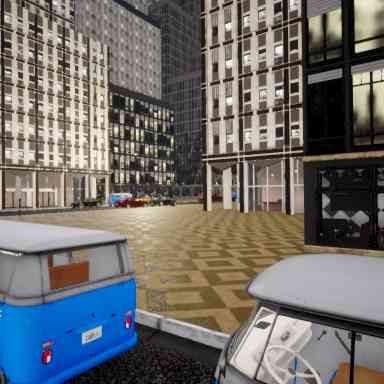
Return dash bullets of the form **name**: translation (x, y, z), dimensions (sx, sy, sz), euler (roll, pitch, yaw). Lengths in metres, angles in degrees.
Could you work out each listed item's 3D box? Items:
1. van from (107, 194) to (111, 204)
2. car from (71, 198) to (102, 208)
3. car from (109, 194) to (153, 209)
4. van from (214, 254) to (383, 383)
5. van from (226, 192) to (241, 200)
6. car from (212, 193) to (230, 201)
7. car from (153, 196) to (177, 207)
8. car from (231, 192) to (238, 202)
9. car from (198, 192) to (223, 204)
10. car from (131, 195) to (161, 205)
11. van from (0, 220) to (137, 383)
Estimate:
- **van**: translation (-10.510, 1.136, 48.382), dimensions (1.690, 1.788, 3.998), euler (0, 0, 36)
- **car**: translation (-13.845, 1.404, 43.835), dimensions (1.947, 1.339, 4.313), euler (0, 0, 36)
- **car**: translation (-7.064, 1.267, 38.912), dimensions (1.887, 1.381, 4.507), euler (0, 0, 36)
- **van**: translation (1.930, 1.341, 1.510), dimensions (3.998, 1.788, 1.690), euler (0, -1, 36)
- **van**: translation (9.507, 0.872, 75.670), dimensions (1.690, 1.788, 3.998), euler (0, 0, 36)
- **car**: translation (6.172, 1.017, 71.122), dimensions (1.967, 1.590, 4.097), euler (0, 0, 36)
- **car**: translation (-3.730, 1.230, 43.458), dimensions (2.008, 1.369, 4.403), euler (0, 0, 36)
- **car**: translation (6.275, 1.101, 57.096), dimensions (2.008, 1.369, 4.403), euler (0, 0, 36)
- **car**: translation (2.938, 0.909, 52.549), dimensions (2.192, 1.841, 5.009), euler (0, 0, 36)
- **car**: translation (-7.273, 1.279, 52.793), dimensions (1.752, 1.417, 4.829), euler (0, 0, 36)
- **van**: translation (-2.607, 1.342, 4.753), dimensions (3.998, 1.788, 1.690), euler (0, -1, 36)
